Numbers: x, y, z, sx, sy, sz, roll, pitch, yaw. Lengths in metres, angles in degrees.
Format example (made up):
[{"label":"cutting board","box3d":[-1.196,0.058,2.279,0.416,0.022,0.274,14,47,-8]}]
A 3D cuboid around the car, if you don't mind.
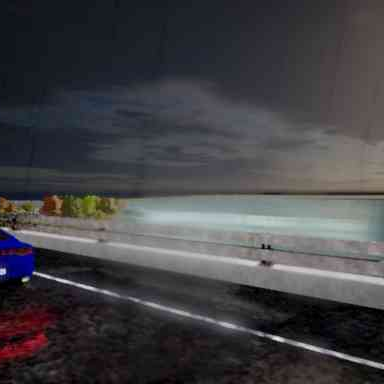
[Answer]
[{"label":"car","box3d":[-5.888,1.461,8.207,5.008,1.535,1.882,0,0,36]}]
